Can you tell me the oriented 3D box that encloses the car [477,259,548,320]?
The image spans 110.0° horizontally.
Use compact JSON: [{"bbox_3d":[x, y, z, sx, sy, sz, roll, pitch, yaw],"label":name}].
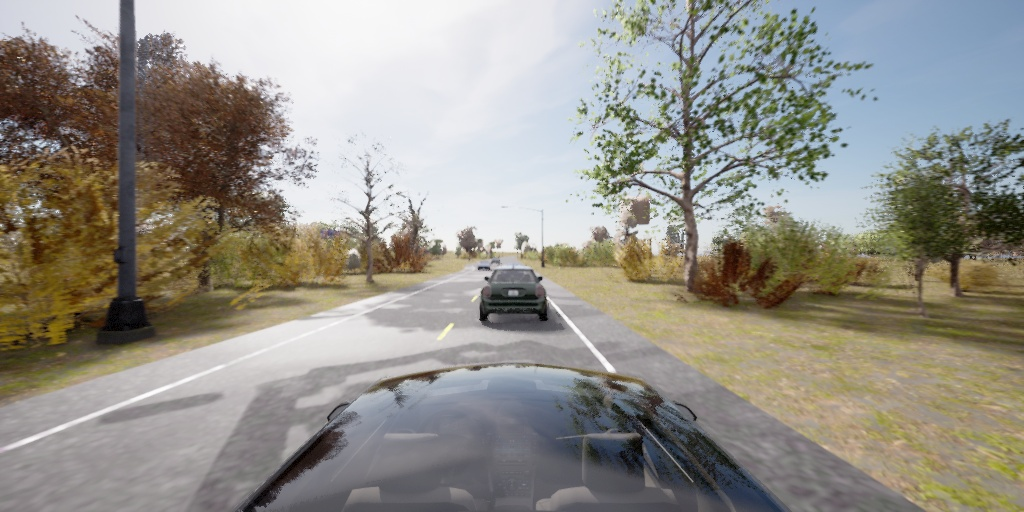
[{"bbox_3d":[0.054,1.112,12.740,2.097,1.767,4.553,0,0,0],"label":"car"}]
